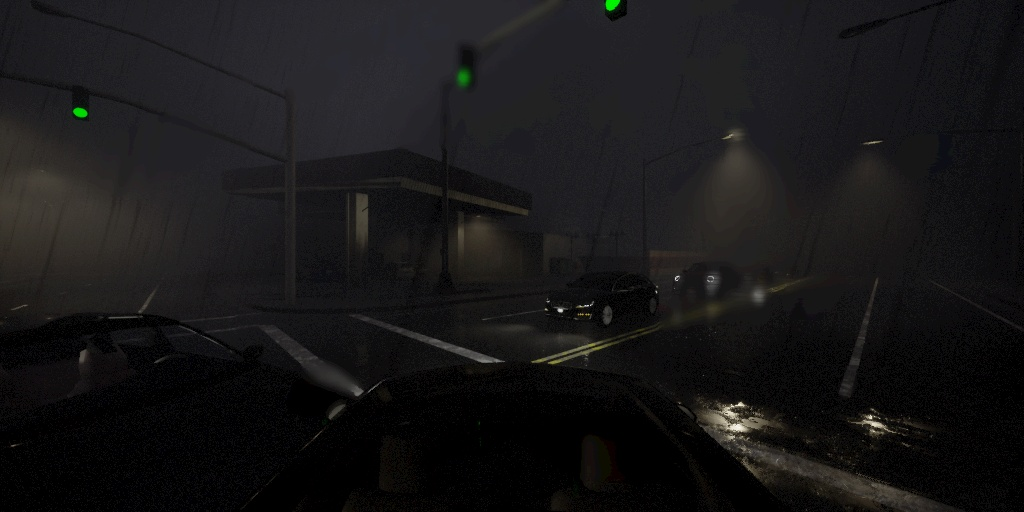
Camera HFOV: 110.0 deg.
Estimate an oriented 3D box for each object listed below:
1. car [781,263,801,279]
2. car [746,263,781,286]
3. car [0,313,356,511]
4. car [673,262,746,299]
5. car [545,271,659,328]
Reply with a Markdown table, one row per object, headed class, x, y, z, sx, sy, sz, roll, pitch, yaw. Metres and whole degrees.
| class | x | y | z | sx | sy | sz | roll | pitch | yaw |
| --- | --- | --- | --- | --- | --- | --- | --- | --- | --- |
| car | 24.304 | 1.314 | 32.075 | 4.181 | 1.385 | 1.994 | 0 | 0 | -44 |
| car | 17.056 | 1.314 | 25.138 | 4.181 | 1.385 | 1.994 | 0 | 0 | -45 |
| car | -3.379 | 1.242 | 2.693 | 4.902 | 1.511 | 2.128 | 0 | 0 | 16 |
| car | 10.018 | 1.102 | 18.341 | 4.553 | 1.767 | 2.097 | 0 | 0 | -44 |
| car | 3.069 | 1.255 | 11.608 | 4.892 | 1.490 | 1.837 | 0 | 0 | -44 |
